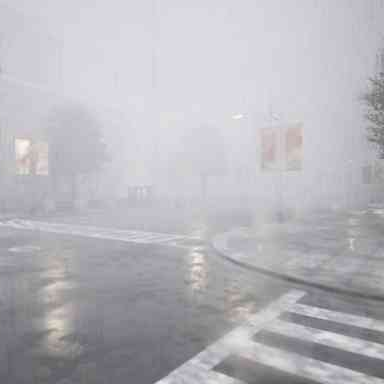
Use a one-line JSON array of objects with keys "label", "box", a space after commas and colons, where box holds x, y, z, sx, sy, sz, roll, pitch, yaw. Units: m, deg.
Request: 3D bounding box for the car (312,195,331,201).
[{"label": "car", "box": [32.173, 1.485, 83.757, 4.674, 1.452, 2.002, 0, 0, -35]}]

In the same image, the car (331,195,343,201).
[{"label": "car", "box": [37.029, 1.564, 86.800, 4.718, 1.301, 1.895, 0, 0, -25]}]
